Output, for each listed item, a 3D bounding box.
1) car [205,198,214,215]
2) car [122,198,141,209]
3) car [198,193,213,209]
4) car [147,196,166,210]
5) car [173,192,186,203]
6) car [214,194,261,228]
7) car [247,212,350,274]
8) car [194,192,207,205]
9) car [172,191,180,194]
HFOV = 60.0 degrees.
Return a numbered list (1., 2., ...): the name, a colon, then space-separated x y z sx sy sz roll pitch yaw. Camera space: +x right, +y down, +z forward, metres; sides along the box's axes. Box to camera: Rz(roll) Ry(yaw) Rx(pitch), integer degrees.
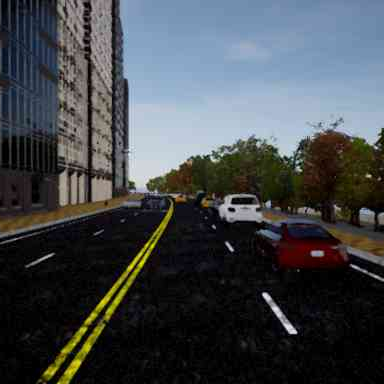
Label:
1. car: 2.662 1.506 32.644 1.895 1.301 4.718 0 0 -2
2. car: -7.584 1.482 42.141 1.895 1.301 4.718 0 0 -2
3. car: 2.200 1.326 43.851 1.801 1.575 5.366 0 0 -3
4. car: -4.262 1.236 40.639 2.097 1.767 4.553 0 0 -2
5. car: -2.169 1.282 63.289 1.882 1.535 5.008 0 0 -4
6. car: 2.979 1.161 21.627 2.150 2.045 5.566 0 0 -2
7. car: 3.185 1.534 10.507 1.994 1.385 4.181 0 0 -1
8. car: 1.624 1.054 54.731 2.150 2.045 5.566 0 0 -3
9. car: -3.632 0.864 82.348 2.150 2.045 5.566 0 0 -5
